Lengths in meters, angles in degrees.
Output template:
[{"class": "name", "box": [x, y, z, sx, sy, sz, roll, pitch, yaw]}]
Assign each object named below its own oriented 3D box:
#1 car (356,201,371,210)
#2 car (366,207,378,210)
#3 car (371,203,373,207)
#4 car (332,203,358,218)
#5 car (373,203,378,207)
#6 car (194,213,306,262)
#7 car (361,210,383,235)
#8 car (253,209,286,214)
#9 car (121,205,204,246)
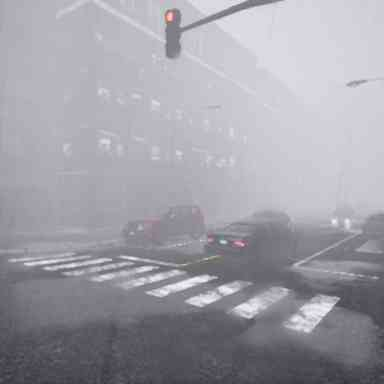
[{"class": "car", "box": [34.553, 2.736, 68.259, 2.192, 1.841, 5.009, -1, -2, 35]}, {"class": "car", "box": [15.379, 2.116, 26.252, 2.008, 1.369, 4.403, -1, -2, 35]}, {"class": "car", "box": [37.810, 2.968, 72.913, 1.967, 1.590, 4.097, -1, -2, 35]}, {"class": "car", "box": [18.754, 2.434, 41.006, 1.895, 1.301, 4.718, 0, -1, 36]}, {"class": "car", "box": [44.323, 3.307, 82.226, 1.947, 1.339, 4.313, -1, -2, 35]}, {"class": "car", "box": [2.686, 1.792, 13.200, 2.033, 1.411, 5.357, 0, -1, 40]}, {"class": "car", "box": [12.122, 2.043, 21.592, 1.802, 1.307, 4.206, -1, -2, 35]}, {"class": "car", "box": [4.768, 1.892, 21.098, 1.837, 1.490, 4.892, 0, -1, 35]}, {"class": "car", "box": [-1.268, 1.584, 17.015, 2.192, 1.841, 5.009, -1, -2, 35]}]
